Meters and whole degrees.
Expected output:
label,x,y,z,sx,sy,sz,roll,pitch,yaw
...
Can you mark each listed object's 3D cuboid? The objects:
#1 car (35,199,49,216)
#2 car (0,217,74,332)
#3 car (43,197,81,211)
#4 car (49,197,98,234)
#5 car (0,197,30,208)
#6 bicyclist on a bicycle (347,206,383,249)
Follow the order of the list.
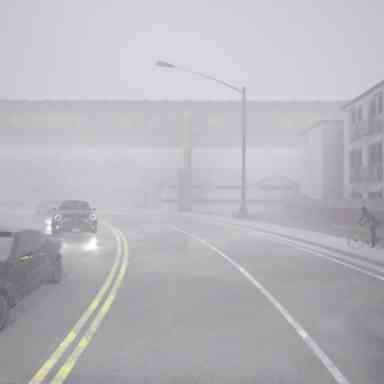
label,x,y,z,sx,sy,sz,roll,pitch,yaw
car,-12.301,1.329,29.223,1.895,1.301,4.718,1,-1,-37
car,-3.989,1.466,6.599,1.812,1.442,4.674,1,0,-5
car,-14.533,1.291,37.082,4.902,1.511,2.128,0,-1,44
car,-6.250,1.188,17.694,2.097,1.767,4.553,1,0,-21
car,-23.413,1.376,43.762,4.892,1.490,1.837,0,-1,31
bicyclist on a bicycle,6.654,1.369,12.627,1.656,1.620,0.582,1,0,-10
